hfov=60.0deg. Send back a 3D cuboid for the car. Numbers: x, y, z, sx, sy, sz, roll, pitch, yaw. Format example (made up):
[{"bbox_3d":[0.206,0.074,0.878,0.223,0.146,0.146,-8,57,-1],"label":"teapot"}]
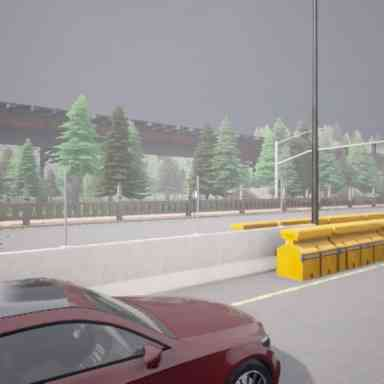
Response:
[{"bbox_3d":[-1.266,1.526,2.848,4.674,1.442,1.812,0,0,-36],"label":"car"}]
